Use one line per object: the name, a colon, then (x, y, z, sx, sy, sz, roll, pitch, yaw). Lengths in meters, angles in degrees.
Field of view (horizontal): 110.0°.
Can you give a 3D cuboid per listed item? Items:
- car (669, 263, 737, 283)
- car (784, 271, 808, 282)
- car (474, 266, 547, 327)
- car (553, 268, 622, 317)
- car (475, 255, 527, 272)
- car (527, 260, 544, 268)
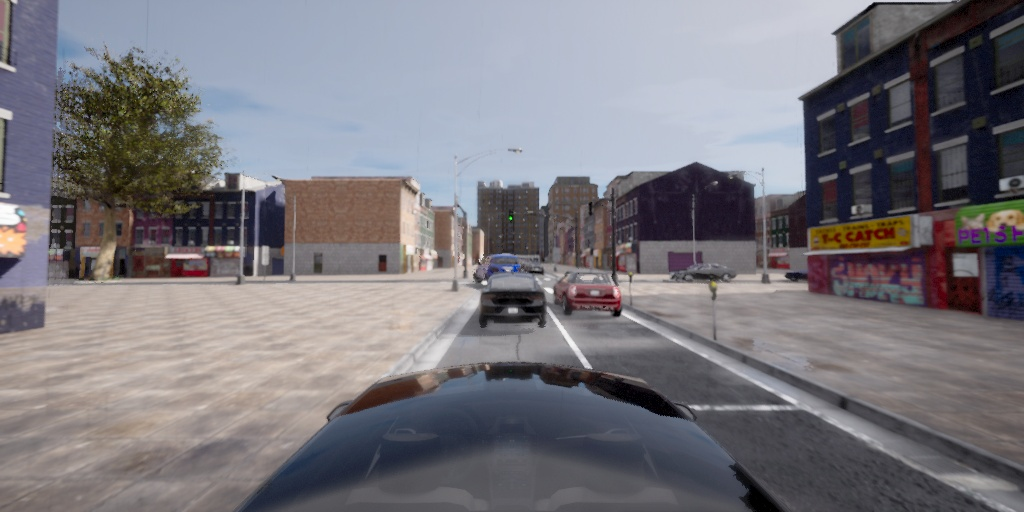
car: (14.992, 1.331, 28.263, 4.902, 1.511, 2.128, 0, -2, 0)
car: (24.313, 1.435, 28.195, 4.718, 1.301, 1.895, 0, -2, 0)
car: (0.016, 1.249, 11.660, 1.882, 1.535, 5.008, 0, 0, 0)
car: (2.641, 1.215, 13.433, 1.967, 1.591, 4.097, 0, 0, 0)
car: (-1.046, 0.977, 24.287, 2.150, 2.045, 5.566, 1, 0, -16)
car: (2.642, 1.457, 40.177, 1.948, 1.339, 4.313, 0, 0, 0)
